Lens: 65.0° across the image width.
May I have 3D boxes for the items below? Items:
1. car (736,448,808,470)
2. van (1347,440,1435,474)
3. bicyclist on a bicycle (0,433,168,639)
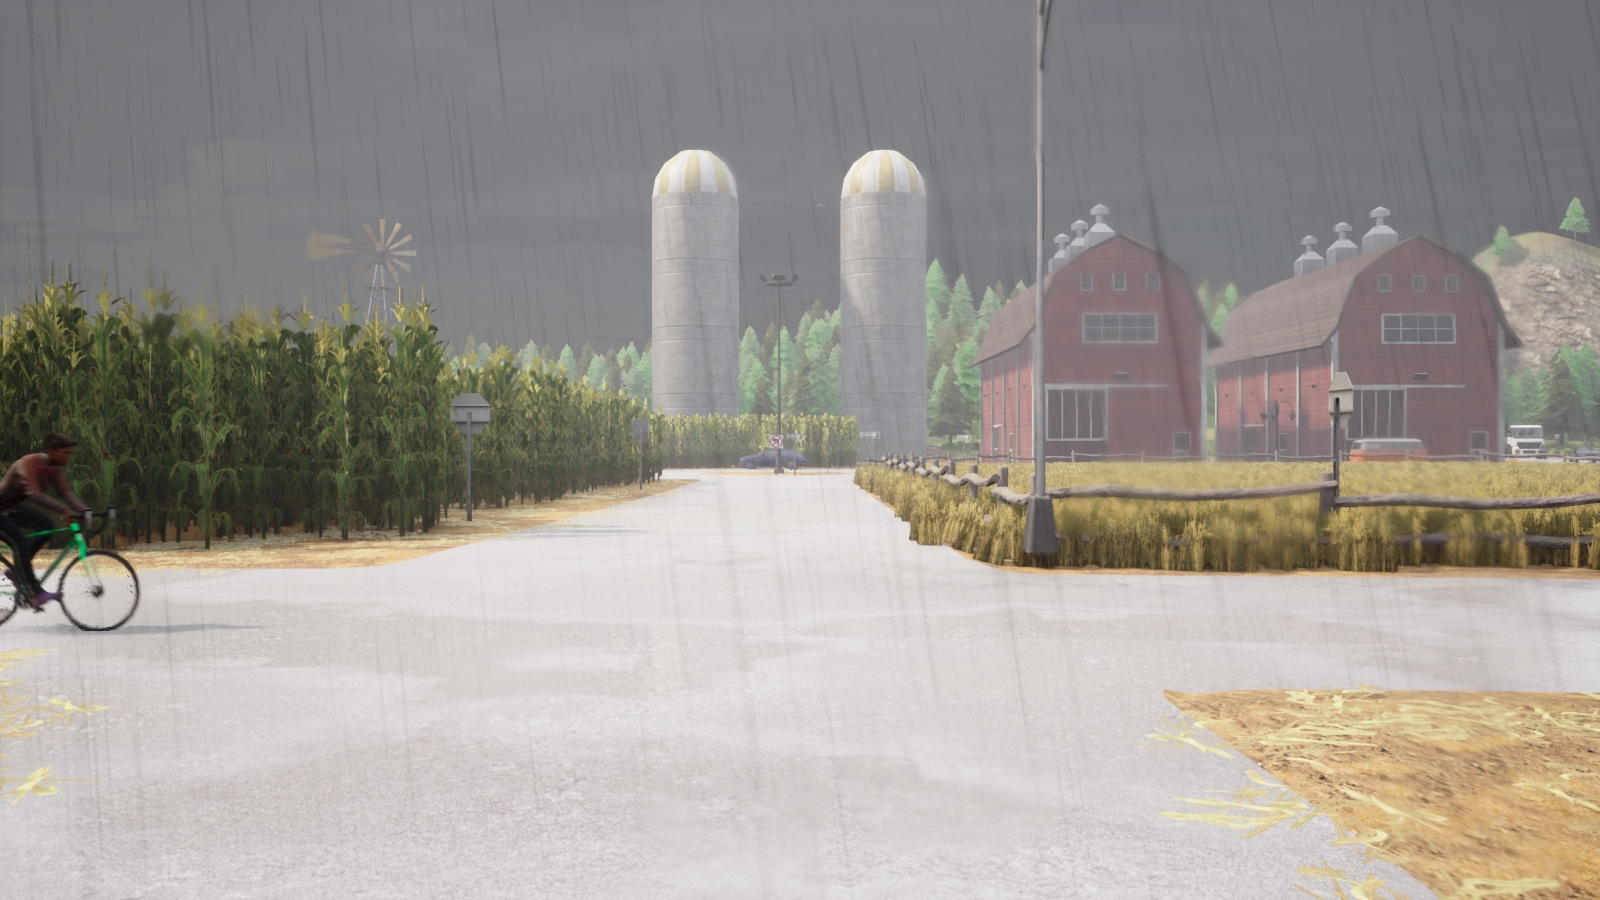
[{"bbox_3d":[-1.881,0.617,84.654,4.674,1.442,1.812,0,0,5],"label":"car"},{"bbox_3d":[35.344,0.422,75.100,4.442,1.987,1.775,0,0,-2],"label":"van"},{"bbox_3d":[-6.122,0.677,10.221,1.656,1.620,0.582,0,0,0],"label":"bicyclist on a bicycle"}]
